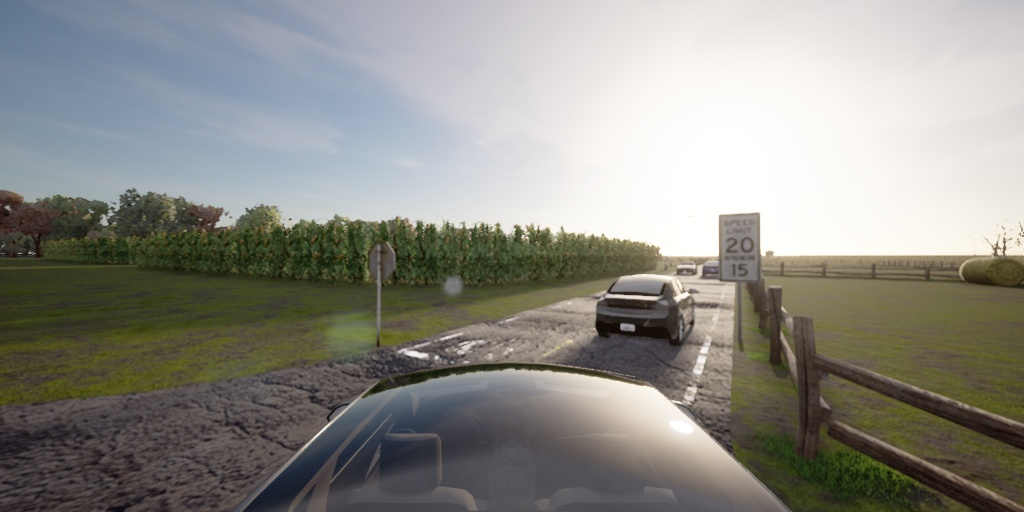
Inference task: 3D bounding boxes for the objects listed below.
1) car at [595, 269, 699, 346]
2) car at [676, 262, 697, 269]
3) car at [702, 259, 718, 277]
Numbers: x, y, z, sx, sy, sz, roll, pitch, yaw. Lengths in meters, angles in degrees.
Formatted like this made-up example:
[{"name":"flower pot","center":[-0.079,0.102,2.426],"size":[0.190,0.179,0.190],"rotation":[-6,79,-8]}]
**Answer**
[{"name":"car","center":[3.711,1.261,9.607],"size":[1.837,1.490,4.892],"rotation":[0,0,32]},{"name":"car","center":[20.027,1.341,40.920],"size":[2.033,1.411,5.357],"rotation":[0,0,32]},{"name":"car","center":[20.367,1.253,36.171],"size":[1.882,1.535,5.008],"rotation":[0,0,32]}]
